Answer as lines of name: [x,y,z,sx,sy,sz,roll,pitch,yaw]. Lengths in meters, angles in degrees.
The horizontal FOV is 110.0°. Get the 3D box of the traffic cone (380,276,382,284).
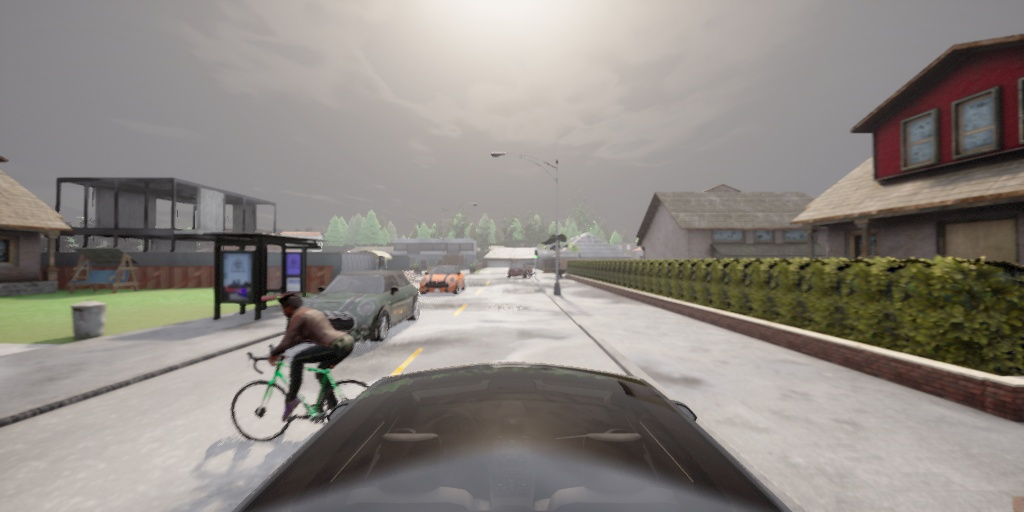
traffic cone: [-10.493,1.923,29.690,0.344,0.586,0.344,0,0,0]

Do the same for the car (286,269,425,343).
car: [-4.125,1.207,10.065,2.097,1.767,4.553,0,-1,0]

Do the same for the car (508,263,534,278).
car: [1.084,1.600,41.392,2.097,1.767,4.553,0,-1,15]

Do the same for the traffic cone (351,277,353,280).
traffic cone: [-15.392,1.968,33.717,0.344,0.586,0.344,0,0,0]

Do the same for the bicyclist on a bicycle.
bicyclist on a bicycle: [-2.253,1.230,3.919,1.656,1.620,0.582,0,-1,0]

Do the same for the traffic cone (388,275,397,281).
traffic cone: [-9.771,1.946,29.172,0.344,0.586,0.344,0,0,0]

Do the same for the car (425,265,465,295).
car: [-4.155,1.360,22.096,2.097,1.767,4.553,0,-1,0]
